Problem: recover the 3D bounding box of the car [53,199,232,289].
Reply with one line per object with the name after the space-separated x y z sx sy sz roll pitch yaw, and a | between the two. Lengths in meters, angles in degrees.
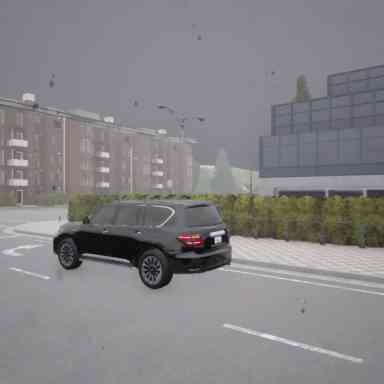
-1.573 1.221 9.401 5.566 2.045 2.150 0 0 35 | car
